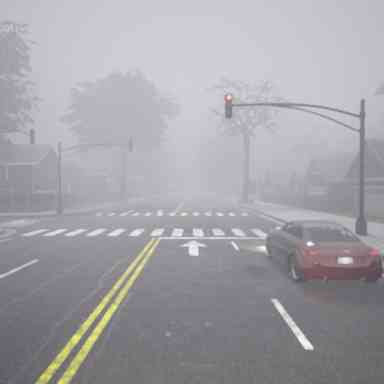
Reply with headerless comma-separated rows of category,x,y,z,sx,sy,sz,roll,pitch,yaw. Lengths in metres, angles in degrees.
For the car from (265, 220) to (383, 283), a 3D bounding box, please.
car,3.386,1.452,9.332,1.994,1.385,4.181,0,1,0
